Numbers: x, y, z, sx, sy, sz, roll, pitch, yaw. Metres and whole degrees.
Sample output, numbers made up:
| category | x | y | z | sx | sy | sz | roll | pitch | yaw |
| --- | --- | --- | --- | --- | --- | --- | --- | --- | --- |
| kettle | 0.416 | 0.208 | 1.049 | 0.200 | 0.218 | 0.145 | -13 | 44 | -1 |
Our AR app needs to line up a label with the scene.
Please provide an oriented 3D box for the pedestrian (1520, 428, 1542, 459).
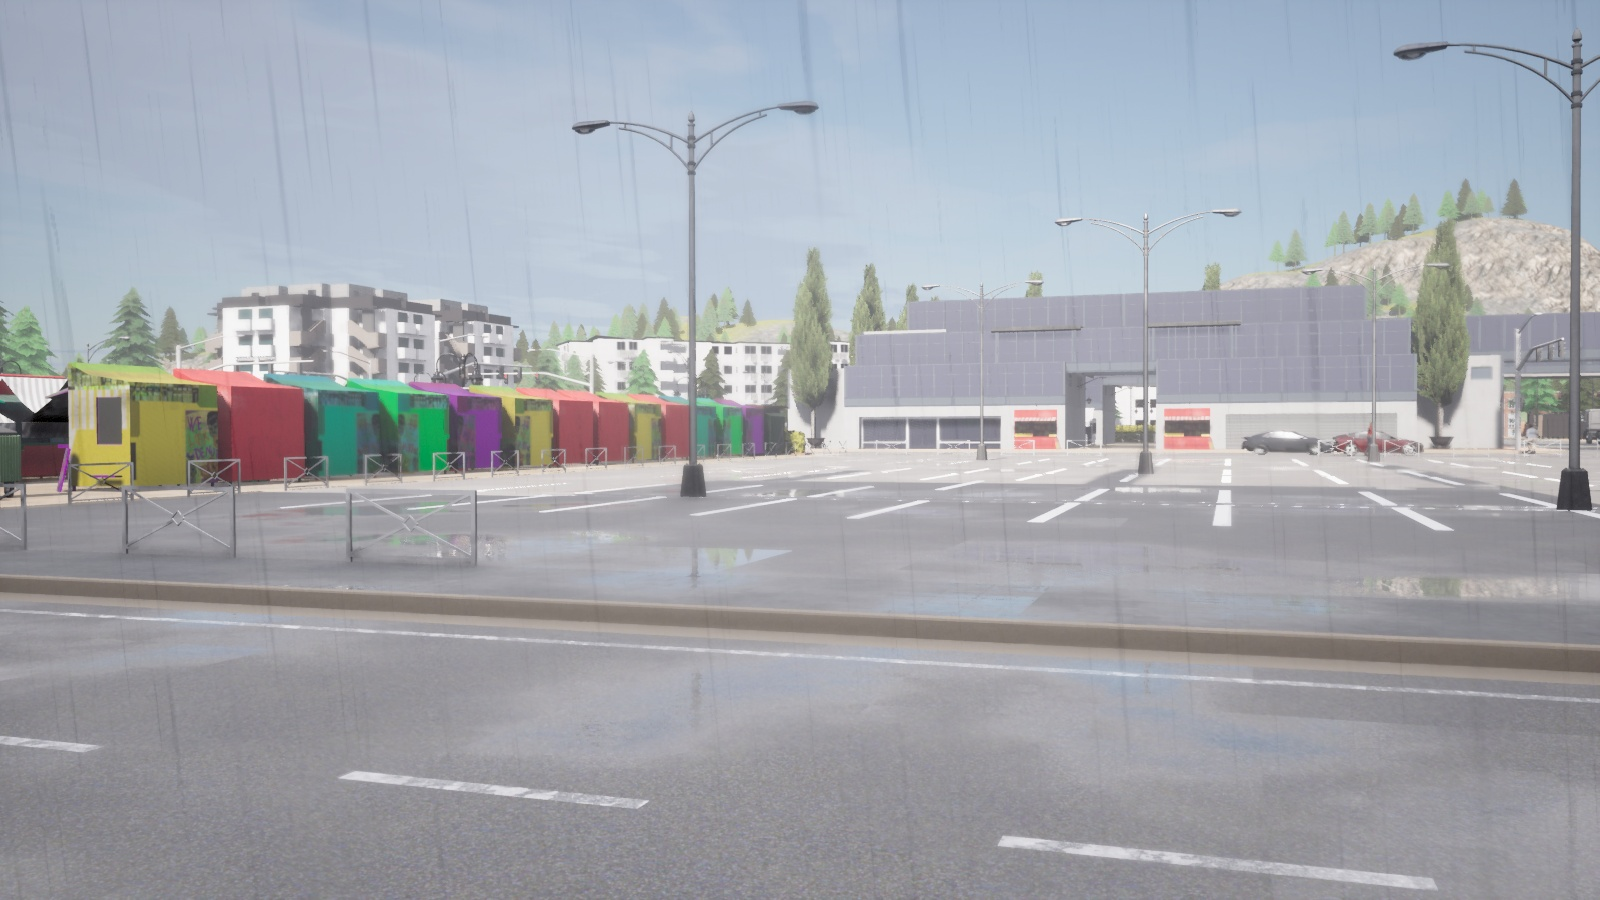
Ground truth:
| category | x | y | z | sx | sy | sz | roll | pitch | yaw |
| --- | --- | --- | --- | --- | --- | --- | --- | --- | --- |
| pedestrian | 44.073 | -0.387 | 75.729 | 0.874 | 1.855 | 0.900 | 0 | 1 | 12 |

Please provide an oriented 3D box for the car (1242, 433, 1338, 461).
| category | x | y | z | sx | sy | sz | roll | pitch | yaw |
| --- | --- | --- | --- | --- | --- | --- | --- | --- | --- |
| car | 27.346 | -0.183 | 70.190 | 4.902 | 1.511 | 2.128 | 1 | 1 | 20 |

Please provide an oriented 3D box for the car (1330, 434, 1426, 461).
| category | x | y | z | sx | sy | sz | roll | pitch | yaw |
| --- | --- | --- | --- | --- | --- | --- | --- | --- | --- |
| car | 32.991 | -0.145 | 71.838 | 4.792 | 1.488 | 2.163 | 1 | 1 | 20 |
